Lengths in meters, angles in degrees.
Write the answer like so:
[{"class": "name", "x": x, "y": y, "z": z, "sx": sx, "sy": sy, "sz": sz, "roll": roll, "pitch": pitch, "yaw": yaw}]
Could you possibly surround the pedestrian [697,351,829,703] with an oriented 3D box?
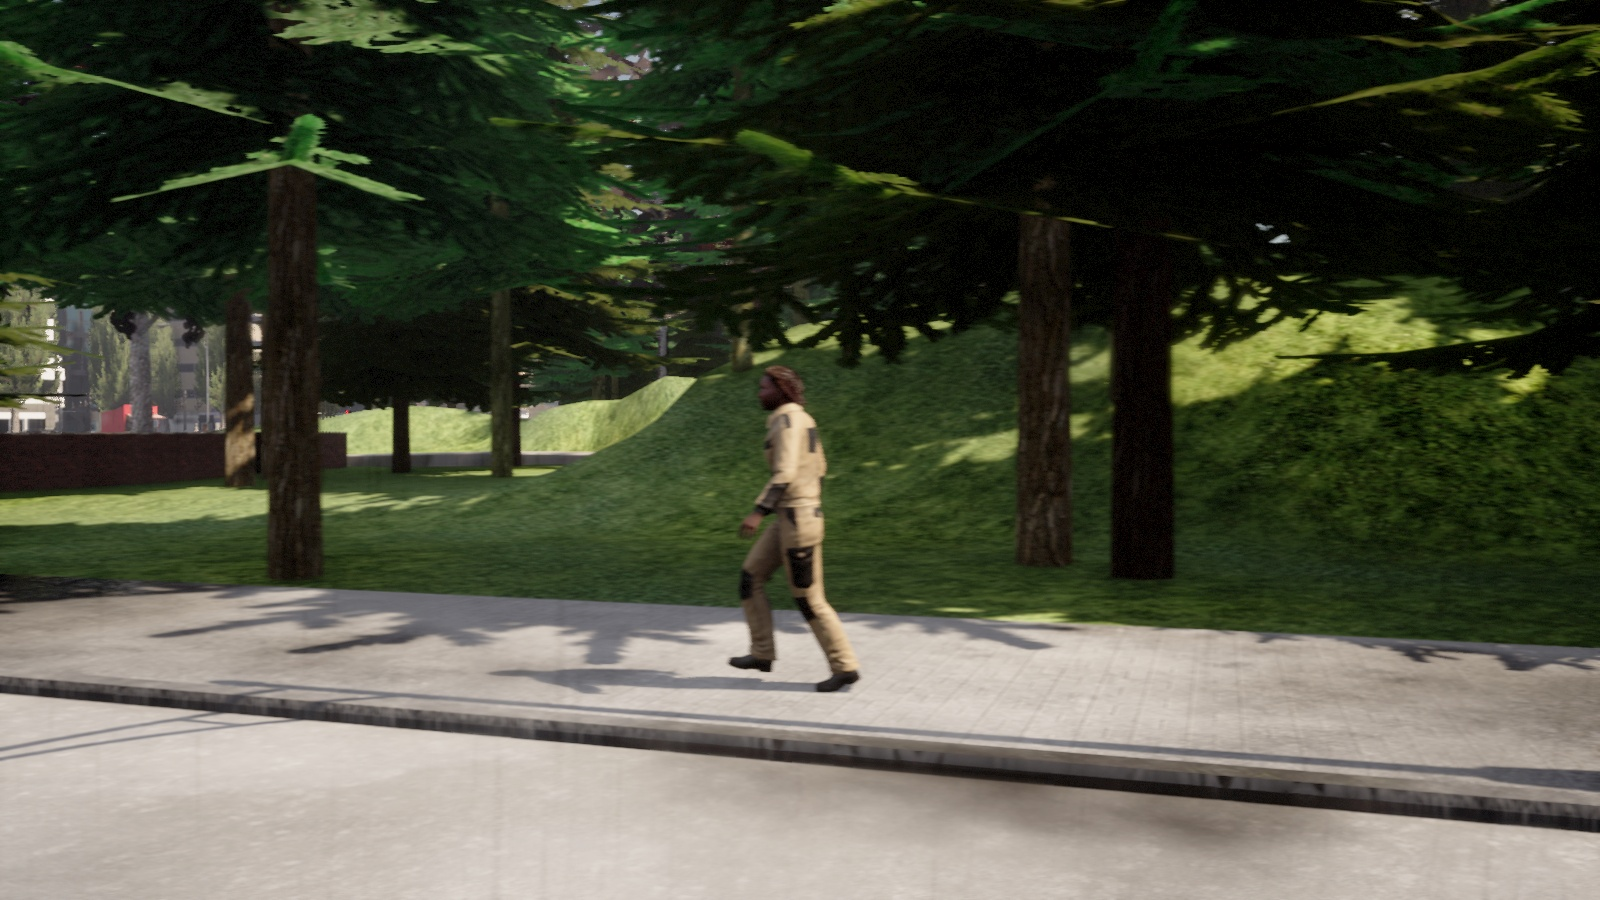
[{"class": "pedestrian", "x": -0.200, "y": 0.417, "z": 7.100, "sx": 0.692, "sy": 1.930, "sz": 0.396, "roll": 0, "pitch": 1, "yaw": 6}]
